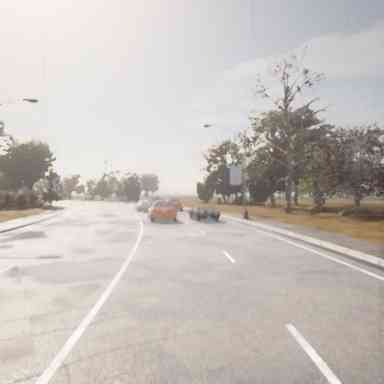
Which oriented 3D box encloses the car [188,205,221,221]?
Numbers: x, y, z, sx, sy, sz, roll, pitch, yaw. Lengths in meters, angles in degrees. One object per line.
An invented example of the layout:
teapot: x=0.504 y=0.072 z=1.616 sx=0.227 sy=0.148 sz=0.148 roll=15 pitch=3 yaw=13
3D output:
car: x=0.941 y=1.753 z=28.429 sx=1.895 sy=1.301 sz=4.718 roll=0 pitch=0 yaw=-11

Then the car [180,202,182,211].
car: x=-2.823 y=1.595 z=44.175 sx=2.097 sy=1.767 sz=4.553 roll=0 pitch=0 yaw=-16

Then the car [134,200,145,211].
car: x=-6.421 y=1.770 z=44.030 sx=1.812 sy=1.442 sz=4.674 roll=0 pitch=0 yaw=-16

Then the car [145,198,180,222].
car: x=-2.583 y=1.506 z=28.195 sx=2.097 sy=1.767 sz=4.553 roll=0 pitch=0 yaw=-11
